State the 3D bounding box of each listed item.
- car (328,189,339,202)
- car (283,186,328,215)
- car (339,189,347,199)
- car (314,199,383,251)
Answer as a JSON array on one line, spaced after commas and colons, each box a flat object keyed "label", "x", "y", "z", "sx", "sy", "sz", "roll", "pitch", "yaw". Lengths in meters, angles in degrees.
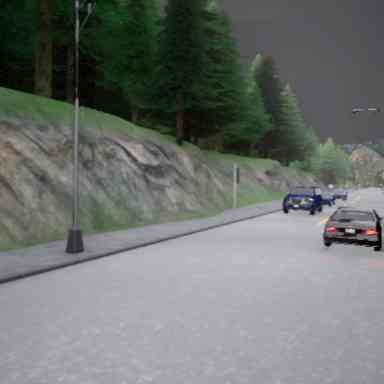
[{"label": "car", "x": 13.702, "y": 0.642, "z": 34.537, "sx": 1.882, "sy": 1.535, "sz": 5.008, "roll": 2, "pitch": 2, "yaw": 30}, {"label": "car", "x": 8.644, "y": 0.570, "z": 25.532, "sx": 2.150, "sy": 2.045, "sz": 5.566, "roll": 2, "pitch": 2, "yaw": 30}, {"label": "car", "x": 20.874, "y": 0.382, "z": 47.238, "sx": 1.882, "sy": 1.535, "sz": 5.008, "roll": 2, "pitch": 2, "yaw": 30}, {"label": "car", "x": 6.314, "y": 1.252, "z": 12.868, "sx": 2.033, "sy": 1.411, "sz": 5.357, "roll": 2, "pitch": 2, "yaw": 29}]
